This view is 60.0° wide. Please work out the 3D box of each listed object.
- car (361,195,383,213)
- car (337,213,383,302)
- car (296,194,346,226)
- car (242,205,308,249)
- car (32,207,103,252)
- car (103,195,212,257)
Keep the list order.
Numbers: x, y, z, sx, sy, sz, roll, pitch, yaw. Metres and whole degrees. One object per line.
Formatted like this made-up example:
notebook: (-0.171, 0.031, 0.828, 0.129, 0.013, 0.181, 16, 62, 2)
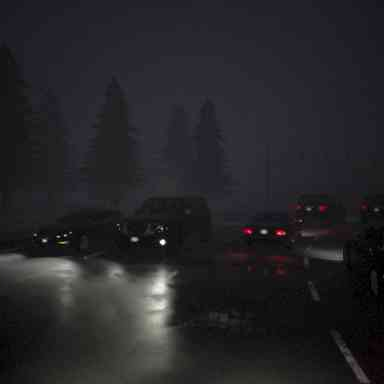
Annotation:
car: (13.169, 1.193, 22.473, 2.150, 2.045, 5.566, 0, 0, 42)
car: (4.980, 1.495, 7.972, 1.837, 1.490, 4.892, 0, 0, 14)
car: (9.021, 1.174, 23.162, 2.150, 2.045, 5.566, 0, 0, 38)
car: (3.633, 1.510, 14.459, 2.033, 1.411, 5.357, 0, 0, 24)
car: (-4.278, 1.437, 13.788, 1.837, 1.490, 4.892, 0, 0, 20)
car: (-0.874, 1.170, 13.313, 2.150, 2.045, 5.566, 0, 0, 21)
